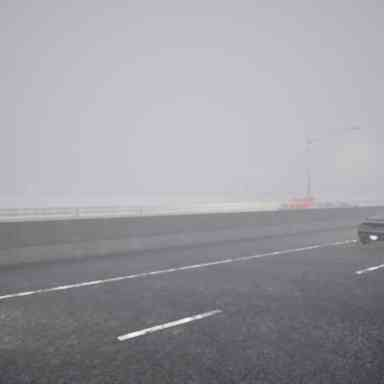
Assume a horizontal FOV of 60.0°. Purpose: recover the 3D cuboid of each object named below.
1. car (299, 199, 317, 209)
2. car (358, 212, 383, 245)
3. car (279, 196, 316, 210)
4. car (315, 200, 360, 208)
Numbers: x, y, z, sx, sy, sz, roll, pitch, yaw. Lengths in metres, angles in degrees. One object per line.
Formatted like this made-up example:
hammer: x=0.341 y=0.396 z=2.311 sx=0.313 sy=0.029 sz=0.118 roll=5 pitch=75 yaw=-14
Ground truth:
car: x=14.292 y=1.798 z=36.350 sx=4.892 sy=1.490 sz=1.837 roll=0 pitch=-1 yaw=-36
car: x=9.380 y=1.624 z=15.059 sx=4.892 sy=1.490 sz=1.837 roll=0 pitch=-1 yaw=-37
car: x=12.837 y=1.544 z=39.631 sx=5.566 sy=2.045 sz=2.150 roll=0 pitch=-1 yaw=-36
car: x=14.554 y=1.750 z=32.196 sx=4.902 sy=1.511 sz=2.128 roll=0 pitch=-1 yaw=-36
